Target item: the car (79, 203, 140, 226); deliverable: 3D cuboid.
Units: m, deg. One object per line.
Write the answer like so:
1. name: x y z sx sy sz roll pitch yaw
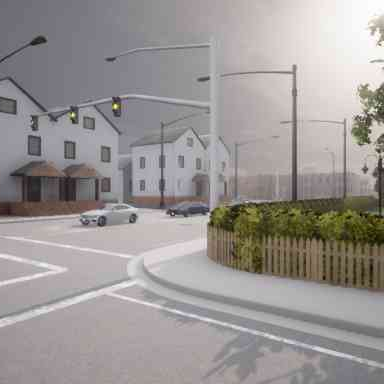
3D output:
1. car: -5.679 1.526 23.440 1.812 1.442 4.674 0 0 35

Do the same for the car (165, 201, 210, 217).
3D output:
1. car: -0.190 1.547 31.387 2.033 1.411 5.357 0 0 35

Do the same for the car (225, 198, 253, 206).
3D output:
1. car: 5.690 1.492 39.875 2.128 1.511 4.902 0 0 35
